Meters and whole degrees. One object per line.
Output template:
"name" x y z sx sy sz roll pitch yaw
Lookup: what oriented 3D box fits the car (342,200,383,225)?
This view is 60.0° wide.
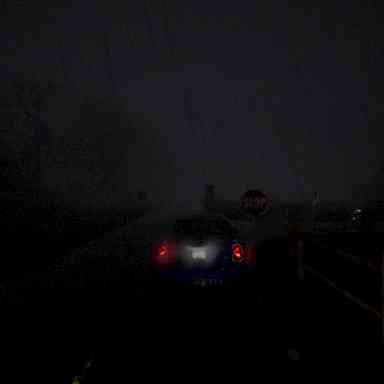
"car" 12.768 1.296 22.707 4.553 1.767 2.097 0 0 1

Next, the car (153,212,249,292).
"car" 0.298 1.350 9.126 2.097 1.767 4.553 0 0 3
